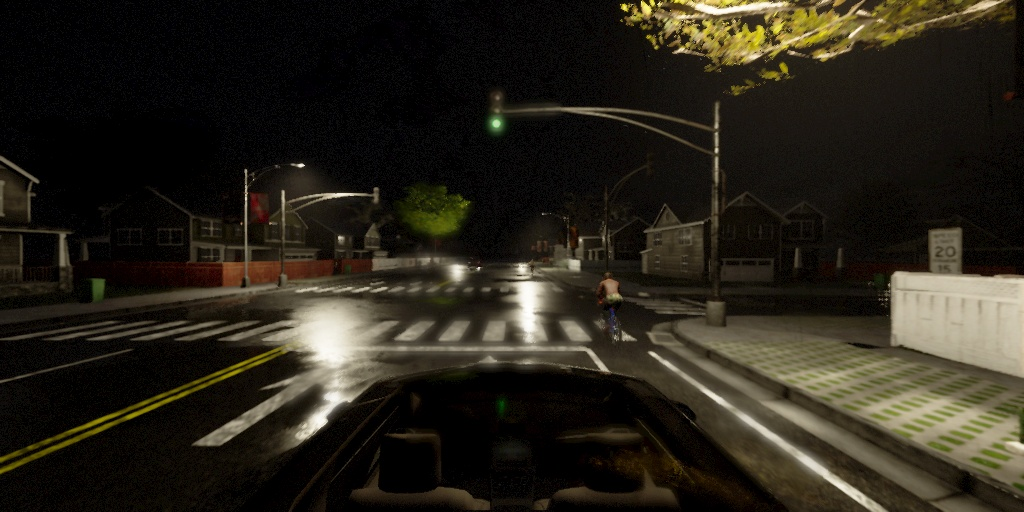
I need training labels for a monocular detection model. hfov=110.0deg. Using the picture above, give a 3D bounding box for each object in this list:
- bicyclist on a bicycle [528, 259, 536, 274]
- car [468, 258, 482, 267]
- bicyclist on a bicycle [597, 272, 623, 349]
[{"bbox_3d":[2.269,1.182,40.499,0.866,1.612,1.509,0,0,0],"label":"bicyclist on a bicycle"},{"bbox_3d":[-6.501,1.080,63.506,2.097,1.767,4.553,0,0,0],"label":"car"},{"bbox_3d":[2.250,1.205,8.257,0.582,1.620,1.656,0,0,0],"label":"bicyclist on a bicycle"}]
